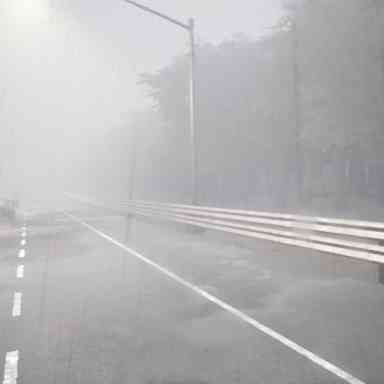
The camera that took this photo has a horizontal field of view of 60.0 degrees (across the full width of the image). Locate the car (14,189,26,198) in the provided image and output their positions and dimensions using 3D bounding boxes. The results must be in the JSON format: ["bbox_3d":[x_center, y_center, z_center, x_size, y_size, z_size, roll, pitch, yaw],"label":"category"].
[{"bbox_3d":[-36.349,0.651,69.260,2.128,1.511,4.902,-2,2,-26],"label":"car"}]

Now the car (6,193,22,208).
[{"bbox_3d":[-23.450,1.310,43.090,1.812,1.442,4.674,-2,2,-26],"label":"car"}]

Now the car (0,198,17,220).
[{"bbox_3d":[-15.465,1.501,26.917,1.812,1.442,4.674,-2,1,-26],"label":"car"}]

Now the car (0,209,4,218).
[{"bbox_3d":[-7.011,1.515,9.787,2.128,1.511,4.902,-2,1,-26],"label":"car"}]
